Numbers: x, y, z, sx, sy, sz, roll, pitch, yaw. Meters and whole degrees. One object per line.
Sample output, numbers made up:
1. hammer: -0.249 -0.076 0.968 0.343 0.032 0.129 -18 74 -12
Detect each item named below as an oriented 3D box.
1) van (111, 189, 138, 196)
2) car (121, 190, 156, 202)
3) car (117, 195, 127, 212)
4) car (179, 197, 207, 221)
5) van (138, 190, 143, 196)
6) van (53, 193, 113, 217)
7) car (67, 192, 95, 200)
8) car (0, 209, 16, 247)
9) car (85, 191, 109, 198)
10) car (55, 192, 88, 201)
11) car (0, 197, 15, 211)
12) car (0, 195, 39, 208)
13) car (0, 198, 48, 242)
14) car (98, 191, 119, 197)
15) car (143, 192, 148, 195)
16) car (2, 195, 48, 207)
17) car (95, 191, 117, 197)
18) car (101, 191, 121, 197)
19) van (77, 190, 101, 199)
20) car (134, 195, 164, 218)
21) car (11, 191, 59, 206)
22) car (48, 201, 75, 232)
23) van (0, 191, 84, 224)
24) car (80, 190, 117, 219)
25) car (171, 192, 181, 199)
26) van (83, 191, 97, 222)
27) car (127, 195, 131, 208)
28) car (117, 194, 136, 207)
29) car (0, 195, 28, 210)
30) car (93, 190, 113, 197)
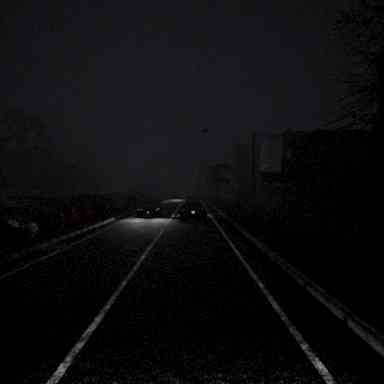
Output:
1. van: -9.095 0.953 39.288 4.442 1.987 1.878 0 1 0
2. car: -8.980 0.693 56.108 5.566 2.045 2.435 0 1 0
3. car: -8.970 1.269 30.877 4.892 1.521 2.231 0 1 0
4. car: 0.089 1.372 25.428 1.994 1.385 4.181 0 1 0
5. van: -8.867 0.918 42.089 4.442 1.987 1.878 0 1 0
6. van: -9.076 1.067 28.067 4.442 1.987 1.878 0 1 0
7. car: -22.076 0.828 66.320 4.792 1.488 2.163 0 1 0
8. car: -8.927 1.442 11.252 4.674 1.452 2.002 0 0 0
9. car: -22.120 0.640 77.421 5.008 1.535 2.097 0 1 0
10. car: -21.910 0.875 60.769 5.366 1.575 1.946 0 1 0
11. car: -22.023 1.253 35.792 4.792 1.488 2.163 0 1 0
12. car: -22.056 1.154 41.340 5.008 1.535 2.097 0 1 0
13. car: -8.966 1.258 14.054 4.553 1.767 2.185 0 0 0
14. car: -22.138 0.487 88.522 4.892 1.521 2.231 0 1 0
15. car: -8.983 1.105 44.899 5.008 1.535 2.097 0 1 0
16. car: -22.061 1.118 44.118 4.892 1.521 2.231 0 1 0
17. car: -22.145 0.524 85.747 5.008 1.535 2.097 0 1 0
18. car: -22.178 0.477 91.297 4.792 1.488 2.163 0 1 0
19. van: -22.232 0.493 71.866 4.442 1.987 1.878 0 1 0
20. car: -3.359 1.290 27.858 1.837 1.490 4.892 0 0 0
21. car: -22.043 0.826 46.889 5.566 2.045 2.435 0 1 0
22. car: -8.933 1.366 16.858 4.892 1.521 2.231 0 0 0
23. van: -9.061 1.121 19.660 4.442 1.987 1.878 0 0 0
24. car: -8.926 1.060 25.267 5.566 2.045 2.435 0 0 0
25. car: -3.278 0.785 69.650 2.128 1.511 4.902 0 1 0
26. van: -9.066 1.103 22.463 4.442 1.987 1.878 0 0 0
27. car: -8.966 1.283 33.680 4.674 1.452 2.002 0 1 0
28. car: -9.003 1.244 36.488 4.792 1.488 2.163 0 1 0
29. car: -22.242 1.186 38.563 5.366 1.575 1.946 0 1 0
30. car: -22.166 0.437 82.970 4.553 1.767 2.185 0 1 0
